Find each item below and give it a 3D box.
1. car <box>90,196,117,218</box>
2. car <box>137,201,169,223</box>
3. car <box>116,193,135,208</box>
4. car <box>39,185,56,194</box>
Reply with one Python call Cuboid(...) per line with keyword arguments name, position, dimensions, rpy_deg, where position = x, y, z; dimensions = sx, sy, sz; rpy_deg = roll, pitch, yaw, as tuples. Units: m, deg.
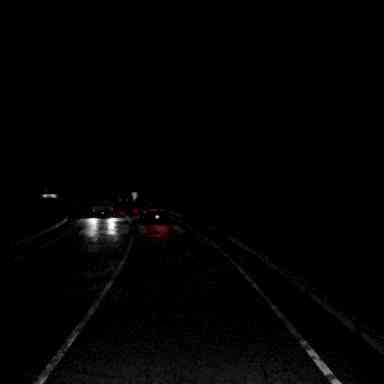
Cuboid(name="car", position=(-7.658, 1.330, 28.245), dimensions=(1.812, 1.442, 4.674), rpy_deg=(1, 1, -17))
Cuboid(name="car", position=(-2.890, 1.405, 24.765), dimensions=(1.837, 1.490, 4.892), rpy_deg=(1, 0, -13))
Cuboid(name="car", position=(-8.437, 0.948, 40.807), dimensions=(2.097, 1.767, 4.553), rpy_deg=(1, 1, -24))
Cuboid(name="car", position=(-28.088, -0.604, 64.568), dimensions=(2.097, 1.767, 4.553), rpy_deg=(2, 2, -40))
